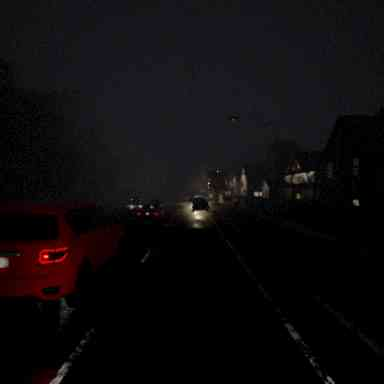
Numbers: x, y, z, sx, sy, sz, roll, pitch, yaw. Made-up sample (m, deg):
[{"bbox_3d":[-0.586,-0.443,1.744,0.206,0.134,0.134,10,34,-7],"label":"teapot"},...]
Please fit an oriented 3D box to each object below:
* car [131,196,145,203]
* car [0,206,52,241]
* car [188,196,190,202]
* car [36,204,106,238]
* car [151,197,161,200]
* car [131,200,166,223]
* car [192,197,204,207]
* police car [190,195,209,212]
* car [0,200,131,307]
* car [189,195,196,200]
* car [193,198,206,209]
[{"bbox_3d":[-9.744,1.435,59.988,2.097,1.767,4.553,0,0,0],"label":"car"},{"bbox_3d":[-9.841,1.581,18.285,2.033,1.411,5.357,0,0,0],"label":"car"},{"bbox_3d":[0.029,1.511,72.469,2.033,1.411,5.357,0,0,0],"label":"car"},{"bbox_3d":[-6.587,1.525,18.798,2.128,1.511,4.902,0,0,0],"label":"car"},{"bbox_3d":[-6.495,1.639,59.936,1.994,1.385,4.181,0,0,1],"label":"car"},{"bbox_3d":[-3.139,1.592,26.040,2.033,1.411,5.357,0,0,0],"label":"car"},{"bbox_3d":[0.996,1.582,54.840,1.837,1.490,4.892,0,0,0],"label":"car"},{"bbox_3d":[0.991,1.486,38.950,1.930,1.638,5.238,0,0,0],"label":"police car"},{"bbox_3d":[-3.148,1.239,8.140,2.150,2.045,5.566,0,0,0],"label":"car"},{"bbox_3d":[0.036,1.568,90.121,1.895,1.301,4.718,0,0,0],"label":"car"},{"bbox_3d":[0.995,1.597,48.840,1.812,1.442,4.674,0,0,0],"label":"car"}]
